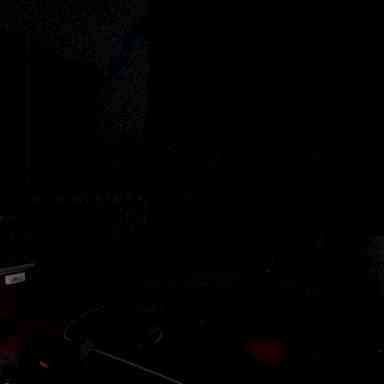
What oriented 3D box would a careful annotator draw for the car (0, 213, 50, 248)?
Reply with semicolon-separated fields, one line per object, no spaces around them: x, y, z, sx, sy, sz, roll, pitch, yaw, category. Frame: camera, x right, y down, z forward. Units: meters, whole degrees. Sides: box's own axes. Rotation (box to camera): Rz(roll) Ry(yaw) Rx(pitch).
-4.455;1.314;6.126;5.009;1.841;2.192;0;0;35;car

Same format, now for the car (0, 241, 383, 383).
-0.023;1.440;2.976;4.097;1.590;1.967;0;0;35;car
